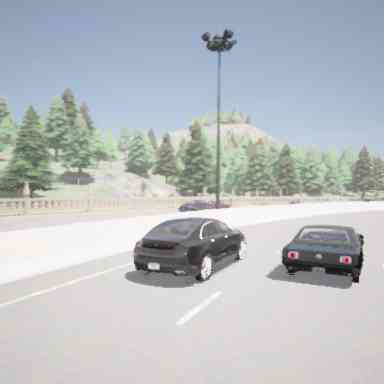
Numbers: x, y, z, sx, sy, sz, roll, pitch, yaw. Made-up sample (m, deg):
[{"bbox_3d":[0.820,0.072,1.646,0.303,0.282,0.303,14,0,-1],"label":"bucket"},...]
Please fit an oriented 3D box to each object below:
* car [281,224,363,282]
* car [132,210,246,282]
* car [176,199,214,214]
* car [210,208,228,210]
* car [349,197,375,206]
[{"bbox_3d":[4.145,1.641,10.109,1.895,1.301,4.718,1,0,28],"label":"car"},{"bbox_3d":[0.184,1.500,9.971,1.837,1.490,4.892,0,0,27],"label":"car"},{"bbox_3d":[0.380,1.545,36.116,1.994,1.385,4.181,1,0,40],"label":"car"},{"bbox_3d":[2.205,1.567,32.789,1.994,1.385,4.181,1,0,38],"label":"car"},{"bbox_3d":[32.044,1.782,62.734,4.902,1.511,2.128,1,0,-30],"label":"car"}]
